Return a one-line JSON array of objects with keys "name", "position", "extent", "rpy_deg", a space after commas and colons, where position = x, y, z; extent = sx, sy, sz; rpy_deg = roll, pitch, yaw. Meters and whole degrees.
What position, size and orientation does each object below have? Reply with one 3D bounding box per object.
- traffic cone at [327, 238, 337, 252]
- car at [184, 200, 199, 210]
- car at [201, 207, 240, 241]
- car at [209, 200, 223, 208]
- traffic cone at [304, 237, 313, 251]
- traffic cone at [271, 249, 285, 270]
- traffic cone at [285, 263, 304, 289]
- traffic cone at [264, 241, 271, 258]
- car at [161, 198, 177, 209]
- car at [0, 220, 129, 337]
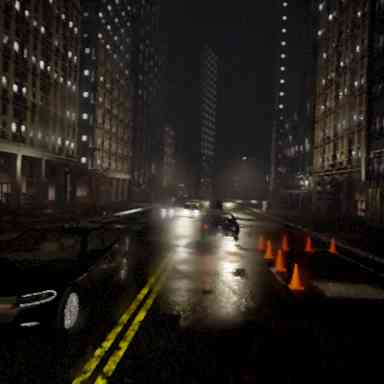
[{"name": "traffic cone", "position": [5.990, 2.245, 14.140], "extent": [0.340, 0.580, 0.340], "rpy_deg": [2, 0, 4]}, {"name": "car", "position": [0.009, 1.833, 48.165], "extent": [1.895, 1.301, 4.718], "rpy_deg": [2, 0, 4]}, {"name": "car", "position": [1.474, 1.742, 17.943], "extent": [1.895, 1.301, 4.718], "rpy_deg": [2, 0, 4]}, {"name": "car", "position": [3.414, 1.833, 47.712], "extent": [1.882, 1.535, 5.008], "rpy_deg": [2, 0, 4]}, {"name": "traffic cone", "position": [4.993, 2.208, 14.205], "extent": [0.340, 0.580, 0.340], "rpy_deg": [2, 0, 4]}, {"name": "traffic cone", "position": [2.739, 2.107, 10.345], "extent": [0.340, 0.580, 0.340], "rpy_deg": [2, 0, 4]}, {"name": "traffic cone", "position": [2.609, 2.092, 8.349], "extent": [0.340, 0.580, 0.340], "rpy_deg": [2, 0, 4]}, {"name": "traffic cone", "position": [2.869, 2.121, 12.340], "extent": [0.340, 0.580, 0.340], "rpy_deg": [2, 0, 4]}, {"name": "car", "position": [-3.239, 1.603, 48.204], "extent": [2.128, 1.511, 4.902], "rpy_deg": [2, 0, 4]}, {"name": "car", "position": [-2.693, 1.412, 6.903], "extent": [1.882, 1.535, 5.008], "rpy_deg": [2, 0, 4]}]
